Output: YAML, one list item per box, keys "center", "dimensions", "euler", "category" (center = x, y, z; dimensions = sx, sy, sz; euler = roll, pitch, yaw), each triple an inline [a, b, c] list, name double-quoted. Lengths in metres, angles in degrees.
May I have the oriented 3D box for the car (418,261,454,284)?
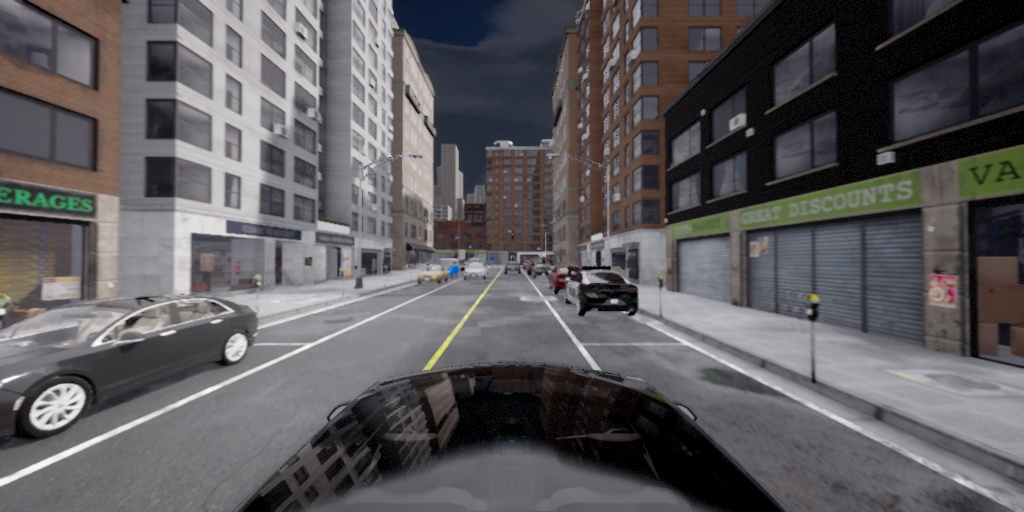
- center: [-5.859, 1.292, 27.079]
  dimensions: [1.751, 1.417, 4.829]
  euler: [0, 0, 0]
  category: "car"

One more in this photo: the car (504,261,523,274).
- center: [0.085, 1.293, 42.884]
  dimensions: [2.128, 1.511, 4.902]
  euler: [0, 0, 0]
  category: "car"

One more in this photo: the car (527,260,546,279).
- center: [2.665, 1.329, 32.729]
  dimensions: [2.007, 1.370, 4.403]
  euler: [0, 0, 0]
  category: "car"

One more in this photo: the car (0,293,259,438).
- center: [-5.857, 1.300, 5.324]
  dimensions: [2.007, 1.370, 4.403]
  euler: [0, 0, 0]
  category: "car"

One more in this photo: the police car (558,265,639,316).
- center: [3.133, 1.178, 13.559]
  dimensions: [1.930, 1.638, 5.238]
  euler: [0, 0, 0]
  category: "police car"

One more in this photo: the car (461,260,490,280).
- center: [-3.097, 1.301, 31.309]
  dimensions: [1.812, 1.442, 4.674]
  euler: [0, 0, 0]
  category: "car"

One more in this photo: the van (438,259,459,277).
- center: [-5.860, 1.119, 32.732]
  dimensions: [1.690, 1.789, 3.998]
  euler: [0, 0, 0]
  category: "van"

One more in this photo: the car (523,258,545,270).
- center: [2.665, 1.106, 38.211]
  dimensions: [2.192, 1.841, 5.009]
  euler: [0, 0, 0]
  category: "car"

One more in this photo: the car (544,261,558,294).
- center: [3.138, 1.236, 20.450]
  dimensions: [1.882, 1.535, 5.008]
  euler: [0, 0, 0]
  category: "car"
